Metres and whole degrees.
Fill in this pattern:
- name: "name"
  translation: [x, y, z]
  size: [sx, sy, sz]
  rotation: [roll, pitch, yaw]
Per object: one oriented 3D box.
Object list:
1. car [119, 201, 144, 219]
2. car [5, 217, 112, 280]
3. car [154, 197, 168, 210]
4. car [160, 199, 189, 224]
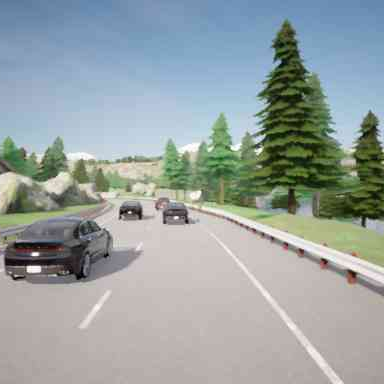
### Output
- name: "car"
  translation: [-5.270, 1.492, 29.116]
  size: [1.882, 1.535, 5.008]
  rotation: [0, 0, -7]
- name: "car"
  translation: [-3.692, 1.513, 9.998]
  size: [1.837, 1.490, 4.892]
  rotation: [0, 0, -2]
- name: "car"
  translation: [-3.799, 1.445, 43.001]
  size: [2.033, 1.649, 4.856]
  rotation: [0, 0, -10]
- name: "car"
  translation: [-1.318, 1.513, 25.295]
  size: [1.837, 1.490, 4.892]
  rotation: [0, 0, -6]
